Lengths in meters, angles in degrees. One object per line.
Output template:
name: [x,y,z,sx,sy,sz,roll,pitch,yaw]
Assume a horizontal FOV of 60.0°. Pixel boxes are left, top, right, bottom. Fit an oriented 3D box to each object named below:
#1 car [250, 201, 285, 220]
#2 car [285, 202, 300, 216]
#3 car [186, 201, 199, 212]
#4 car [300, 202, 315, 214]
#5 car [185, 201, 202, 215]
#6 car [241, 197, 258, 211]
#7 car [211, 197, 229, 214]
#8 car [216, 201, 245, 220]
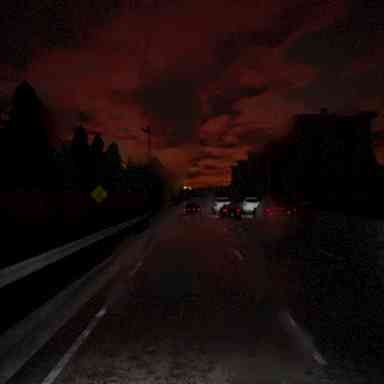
car: [7.180,1.875,32.292,1.837,1.490,4.892,0,-1,0]
car: [10.693,2.047,38.922,1.895,1.301,4.718,0,-1,0]
car: [0.096,2.094,49.697,1.812,1.442,4.674,0,-1,0]
car: [14.193,1.972,43.038,1.882,1.535,5.008,0,-1,0]
car: [0.203,1.998,39.347,2.033,1.411,5.357,0,-1,0]
car: [7.191,1.706,42.240,2.150,2.045,5.566,0,-1,0]
car: [3.688,1.711,42.676,2.150,2.045,5.566,0,-1,0]
car: [3.681,1.901,32.713,1.812,1.442,4.674,0,-1,0]
